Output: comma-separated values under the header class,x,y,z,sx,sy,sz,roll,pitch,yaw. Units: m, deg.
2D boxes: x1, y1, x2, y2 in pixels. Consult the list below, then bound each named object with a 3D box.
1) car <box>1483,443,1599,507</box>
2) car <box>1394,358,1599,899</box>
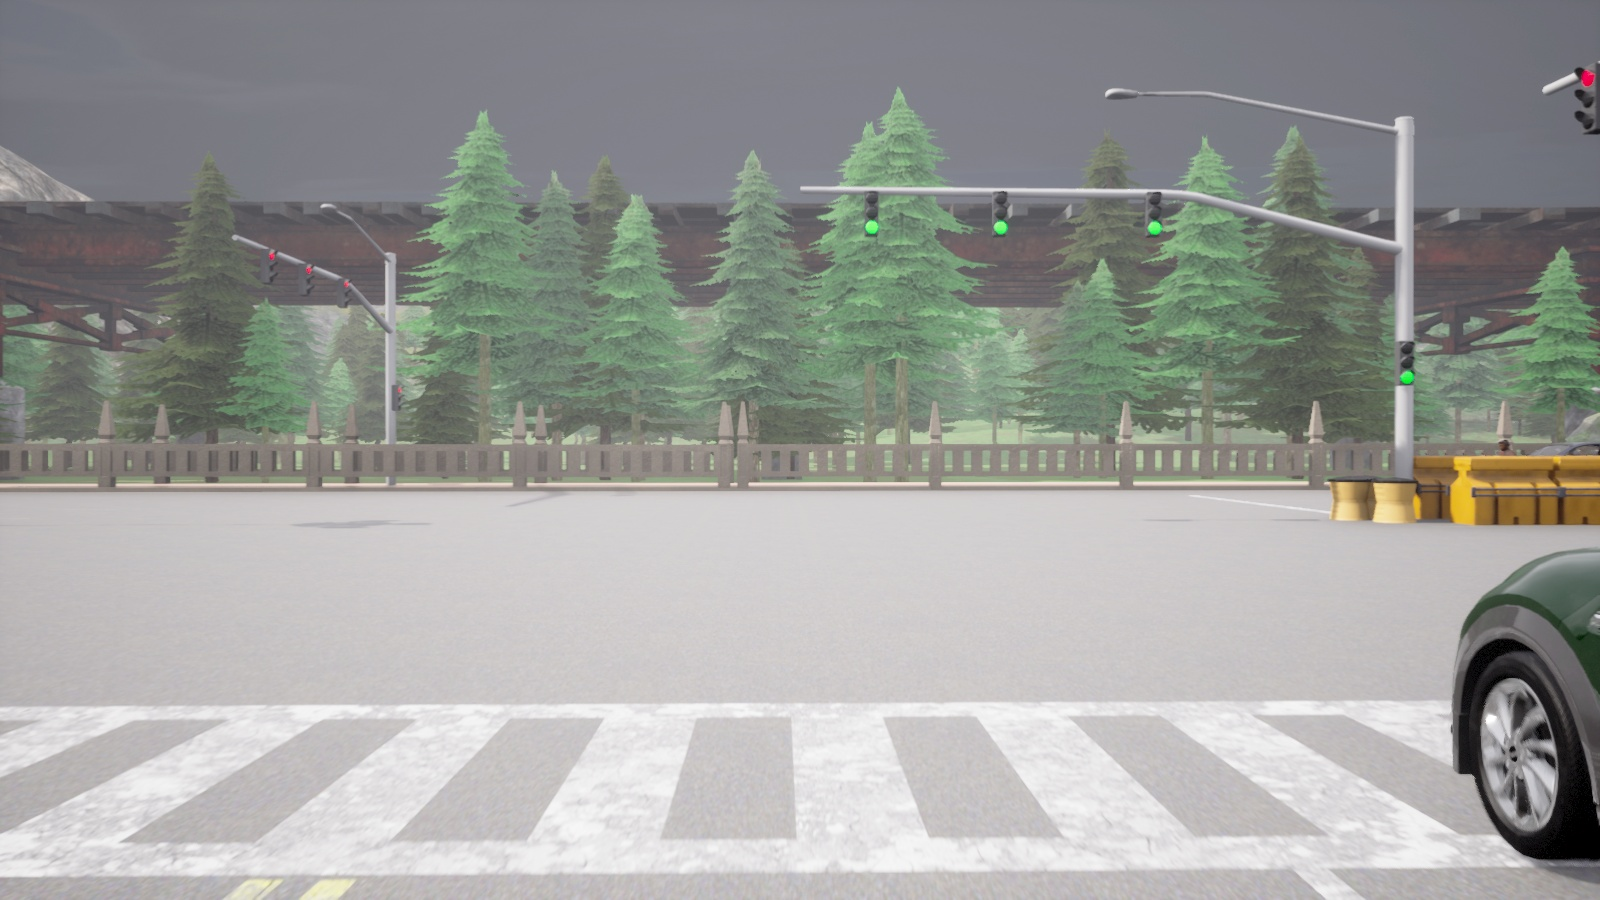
class,x,y,z,sx,sy,sz,roll,pitch,yaw
car,19.559,0.614,31.669,3.705,1.549,1.789,0,0,-1
car,3.577,0.595,3.144,2.097,1.767,4.553,0,0,1
